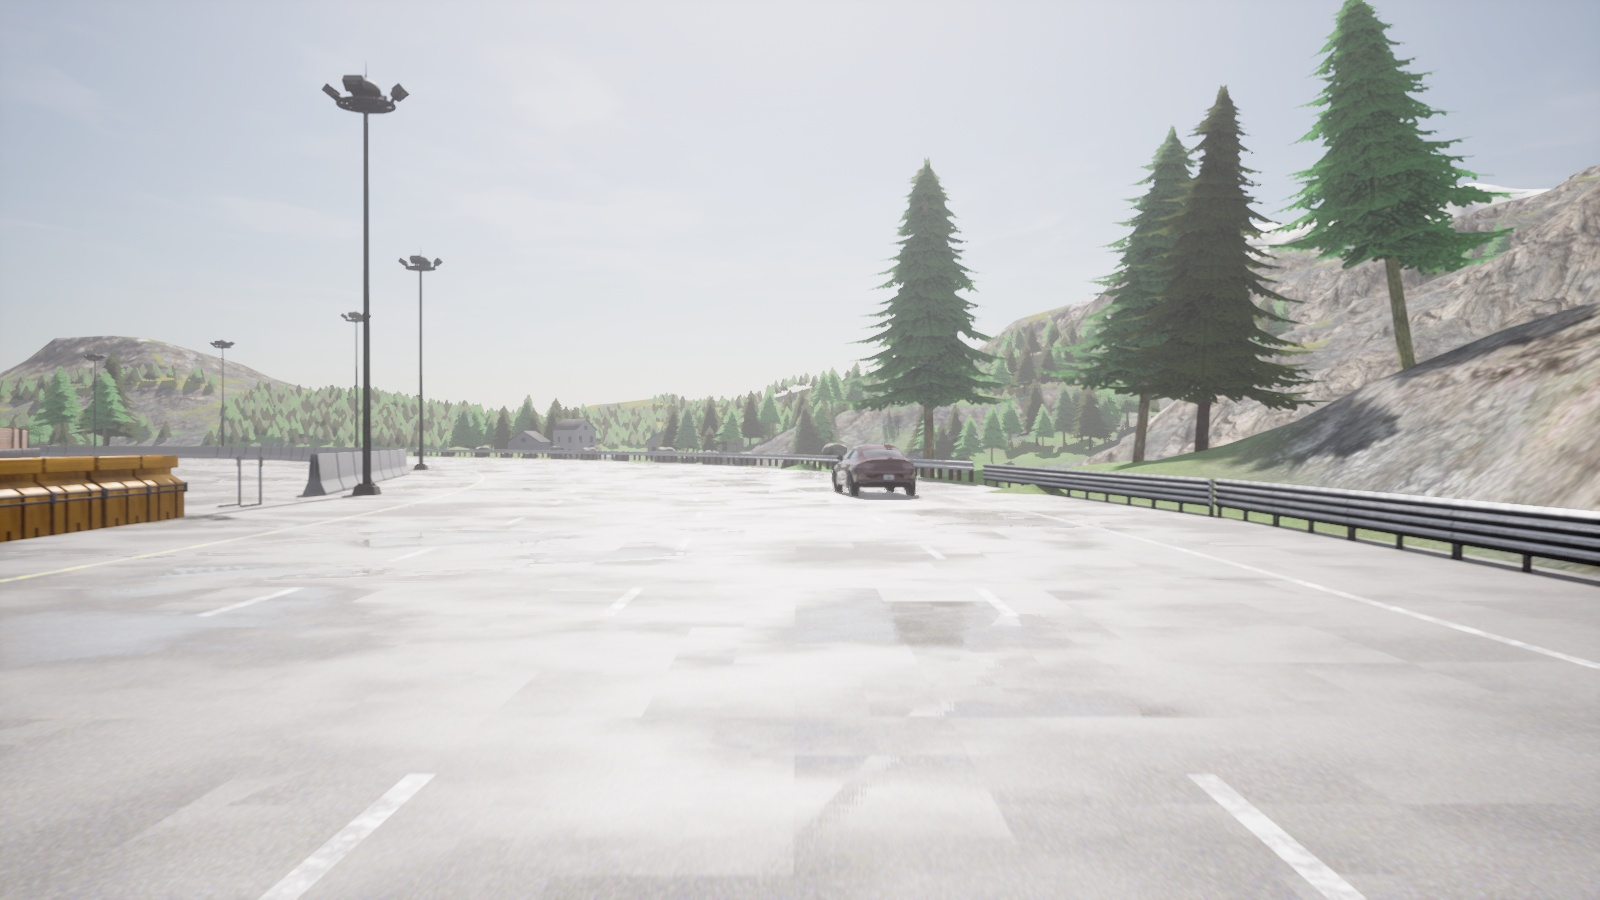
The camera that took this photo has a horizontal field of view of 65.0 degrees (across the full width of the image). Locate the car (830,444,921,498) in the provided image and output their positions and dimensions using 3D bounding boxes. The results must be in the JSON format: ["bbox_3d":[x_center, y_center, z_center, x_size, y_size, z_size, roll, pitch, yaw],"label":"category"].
[{"bbox_3d":[2.115,0.565,36.559,1.812,1.442,4.674,0,0,-7],"label":"car"}]
